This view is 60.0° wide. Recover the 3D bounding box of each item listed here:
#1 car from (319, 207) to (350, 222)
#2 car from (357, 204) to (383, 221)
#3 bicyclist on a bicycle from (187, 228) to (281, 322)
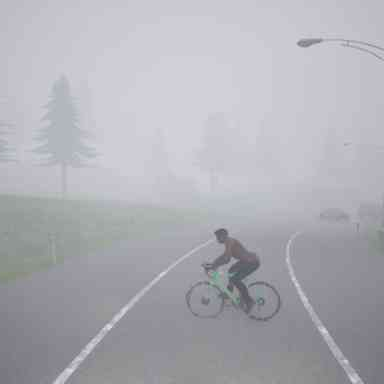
[{"bbox_3d":[15.169,2.360,35.297,1.994,1.385,4.181,3,-1,44],"label":"car"},{"bbox_3d":[23.278,2.588,42.208,5.566,2.045,2.150,4,0,-35],"label":"car"},{"bbox_3d":[0.701,1.460,5.833,1.656,1.620,0.582,-2,-1,8],"label":"bicyclist on a bicycle"}]
